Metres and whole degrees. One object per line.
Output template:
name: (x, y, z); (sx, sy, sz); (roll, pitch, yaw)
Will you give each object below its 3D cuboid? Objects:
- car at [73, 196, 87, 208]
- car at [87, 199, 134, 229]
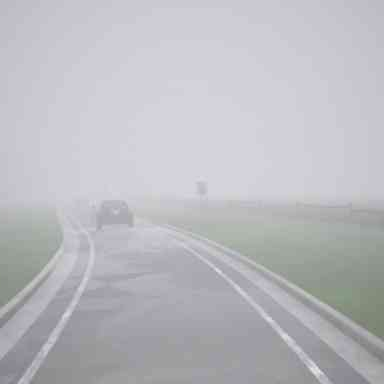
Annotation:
car: (-14.780, 1.294, 44.332); (2.033, 1.411, 5.357); (0, 0, -21)
car: (-5.106, 1.223, 20.827); (2.097, 1.767, 4.553); (0, 0, -22)
